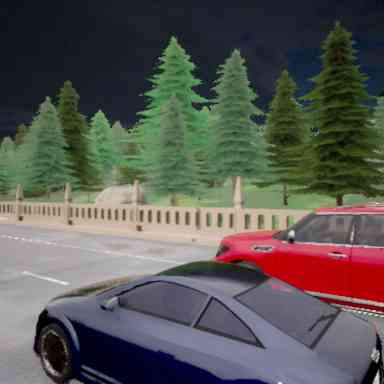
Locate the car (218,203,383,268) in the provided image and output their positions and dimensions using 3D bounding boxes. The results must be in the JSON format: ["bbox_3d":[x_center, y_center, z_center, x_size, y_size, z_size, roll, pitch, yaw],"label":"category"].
[{"bbox_3d":[3.023,1.227,6.138,5.566,2.045,2.150,0,0,35],"label":"car"}]

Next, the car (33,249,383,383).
[{"bbox_3d":[-0.050,1.571,4.026,4.181,1.385,1.994,0,0,35],"label":"car"}]
